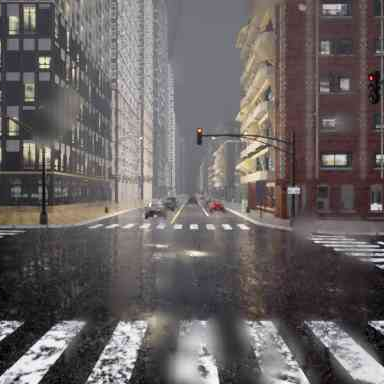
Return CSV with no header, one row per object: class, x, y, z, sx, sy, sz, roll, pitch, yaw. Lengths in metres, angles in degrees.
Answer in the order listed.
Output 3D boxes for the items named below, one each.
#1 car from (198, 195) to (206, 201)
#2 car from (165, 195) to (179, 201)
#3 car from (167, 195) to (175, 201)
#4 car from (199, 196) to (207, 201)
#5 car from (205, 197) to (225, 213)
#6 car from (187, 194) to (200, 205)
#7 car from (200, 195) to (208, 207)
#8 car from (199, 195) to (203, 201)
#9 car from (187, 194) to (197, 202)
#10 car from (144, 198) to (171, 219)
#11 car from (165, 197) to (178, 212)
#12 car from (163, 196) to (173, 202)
car,2.718,1.491,89.666,1.967,1.590,4.097,0,0,0
car,-3.038,1.521,49.912,1.837,1.490,4.892,0,0,0
car,-5.662,1.595,89.669,1.887,1.381,4.507,0,0,0
car,2.716,1.626,84.017,1.802,1.307,4.206,0,0,0
car,2.754,1.591,37.209,1.802,1.307,4.206,0,0,0
car,0.019,1.548,59.808,1.812,1.442,4.674,0,0,0
car,2.707,1.567,50.126,2.008,1.369,4.403,0,0,0
car,2.709,1.571,55.774,2.008,1.369,4.403,0,0,0
car,0.023,1.218,69.781,2.097,1.767,4.553,0,0,0
car,-3.109,1.553,29.478,2.033,1.411,5.357,0,0,-4
car,-3.070,1.574,39.497,1.994,1.385,4.181,0,0,1
car,-5.665,1.589,78.371,2.008,1.369,4.403,0,0,0
